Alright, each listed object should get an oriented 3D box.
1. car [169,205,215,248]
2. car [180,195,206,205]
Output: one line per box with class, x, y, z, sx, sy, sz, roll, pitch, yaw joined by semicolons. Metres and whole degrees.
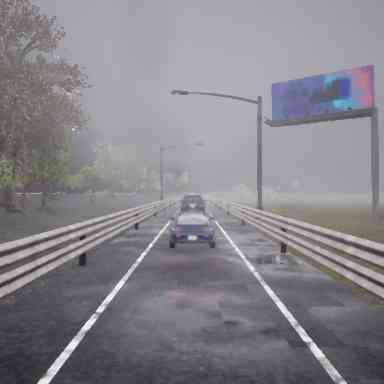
car;0.022;1.535;14.613;1.812;1.442;4.674;0;0;0
car;0.090;1.261;29.638;2.150;2.045;5.566;0;0;0
